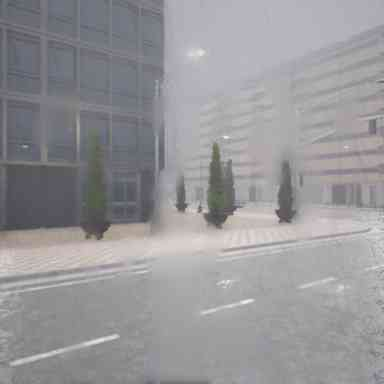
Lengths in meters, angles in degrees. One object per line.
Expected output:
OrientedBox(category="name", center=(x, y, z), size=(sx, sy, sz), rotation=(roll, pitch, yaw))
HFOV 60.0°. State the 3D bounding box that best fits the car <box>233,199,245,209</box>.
OrientedBox(category="car", center=(4.927, 1.449, 44.138), size=(1.837, 1.490, 4.892), rotation=(0, 0, -35))
